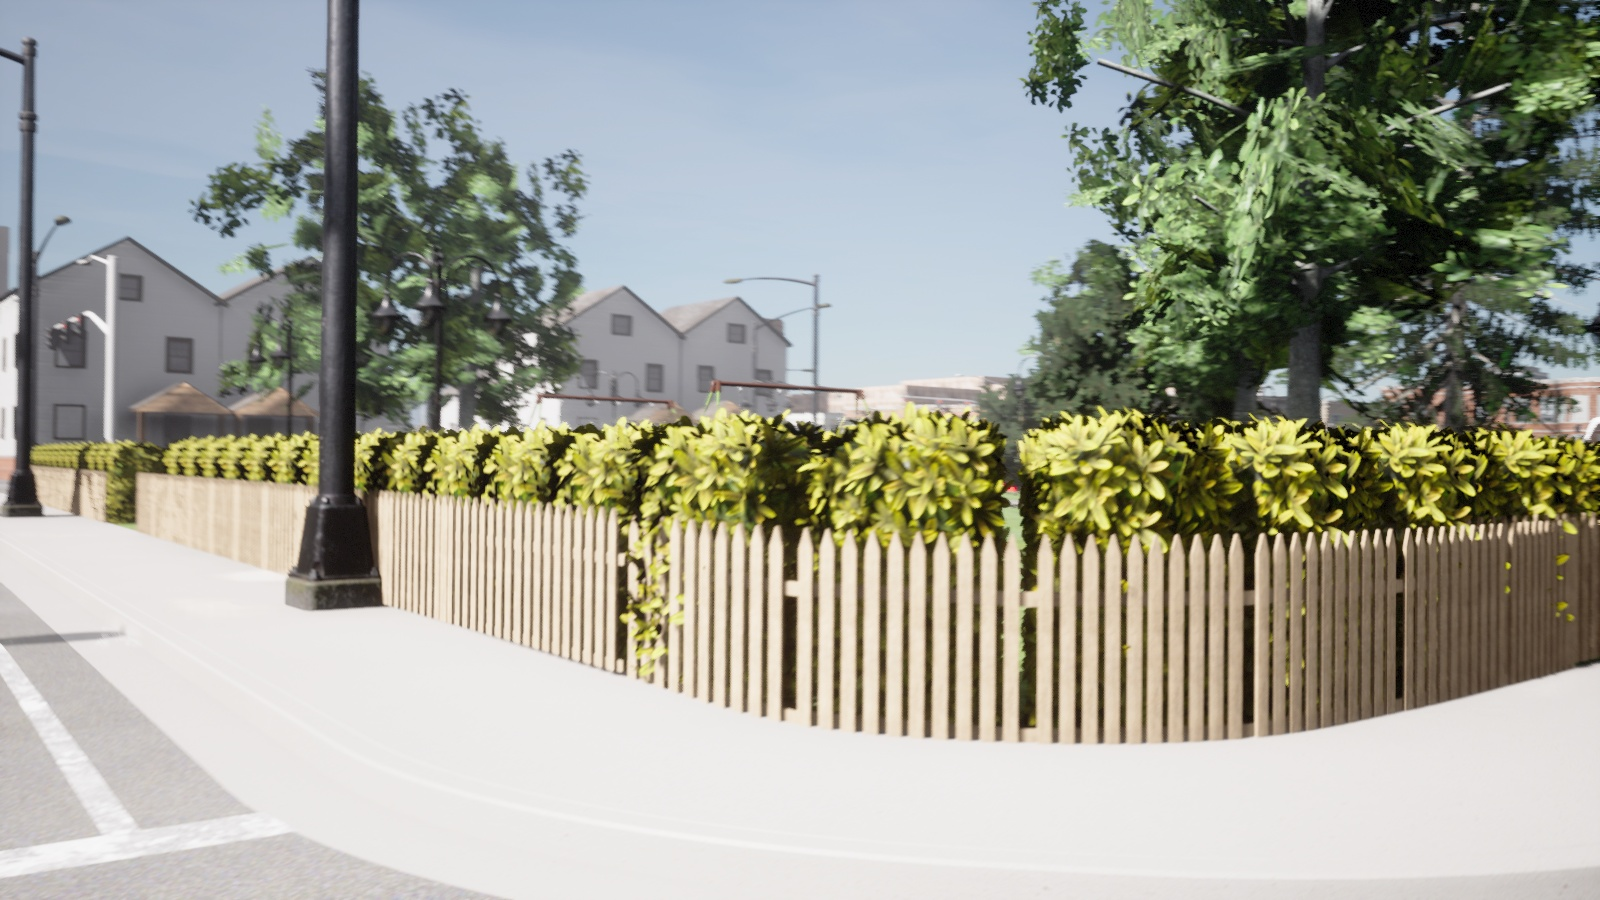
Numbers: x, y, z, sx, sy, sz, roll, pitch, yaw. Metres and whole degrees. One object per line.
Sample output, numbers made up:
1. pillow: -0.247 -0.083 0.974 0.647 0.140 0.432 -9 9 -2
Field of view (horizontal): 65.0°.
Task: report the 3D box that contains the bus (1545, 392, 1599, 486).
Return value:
1. bus: 39.481 -0.535 55.727 3.944 4.253 10.273 0 -1 -38
